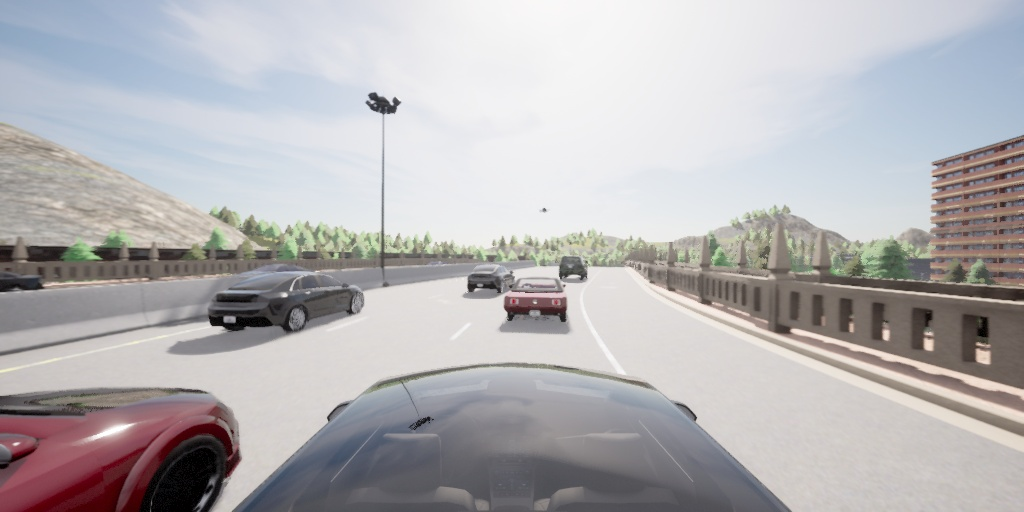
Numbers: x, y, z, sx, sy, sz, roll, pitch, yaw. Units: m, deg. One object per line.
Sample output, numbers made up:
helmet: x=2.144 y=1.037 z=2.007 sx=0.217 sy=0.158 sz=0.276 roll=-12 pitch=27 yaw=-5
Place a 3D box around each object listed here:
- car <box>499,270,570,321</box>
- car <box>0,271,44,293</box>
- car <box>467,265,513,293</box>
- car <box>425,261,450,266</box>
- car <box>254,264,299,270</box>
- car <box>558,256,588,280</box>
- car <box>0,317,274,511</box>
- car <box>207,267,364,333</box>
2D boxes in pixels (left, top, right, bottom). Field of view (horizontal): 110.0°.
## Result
car: x=0.946 y=1.354 z=12.528 sx=1.895 sy=1.301 sz=4.718 roll=0 pitch=0 yaw=7
car: x=-20.309 y=1.130 z=12.548 sx=1.882 sy=1.535 sz=5.008 roll=0 pitch=0 yaw=6
car: x=-1.106 y=1.248 z=20.531 sx=1.837 sy=1.490 sz=4.892 roll=0 pitch=0 yaw=12
car: x=-7.735 y=1.259 z=37.110 sx=2.033 sy=1.411 sz=5.357 roll=0 pitch=0 yaw=16
car: x=-15.094 y=1.224 z=22.969 sx=2.033 sy=1.411 sz=5.357 roll=0 pitch=0 yaw=12
car: x=5.518 y=0.996 z=32.121 sx=2.150 sy=2.045 sz=5.566 roll=0 pitch=0 yaw=16
car: x=-3.286 y=1.298 z=1.316 sx=1.994 sy=1.385 sz=4.181 roll=0 pitch=0 yaw=0
car: x=-6.264 y=1.224 z=10.666 sx=1.837 sy=1.490 sz=4.892 roll=0 pitch=0 yaw=6
